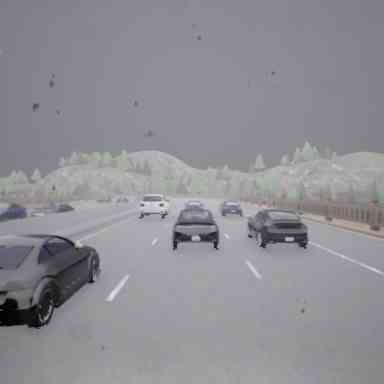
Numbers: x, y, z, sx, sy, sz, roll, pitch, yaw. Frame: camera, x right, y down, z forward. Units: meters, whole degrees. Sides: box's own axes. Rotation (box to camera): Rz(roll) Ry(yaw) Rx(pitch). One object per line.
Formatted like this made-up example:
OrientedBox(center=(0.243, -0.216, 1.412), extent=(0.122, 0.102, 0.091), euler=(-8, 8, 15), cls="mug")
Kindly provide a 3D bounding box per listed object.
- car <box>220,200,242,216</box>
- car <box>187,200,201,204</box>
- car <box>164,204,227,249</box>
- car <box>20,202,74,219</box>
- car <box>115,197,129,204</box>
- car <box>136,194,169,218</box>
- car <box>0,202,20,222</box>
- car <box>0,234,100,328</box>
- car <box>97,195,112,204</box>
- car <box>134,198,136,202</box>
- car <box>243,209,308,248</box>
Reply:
OrientedBox(center=(3.693, 1.541, 32.057), extent=(1.812, 1.442, 4.674), euler=(0, 0, 0), cls="car")
OrientedBox(center=(0.193, 1.539, 31.933), extent=(1.812, 1.442, 4.674), euler=(0, 0, 0), cls="car")
OrientedBox(center=(0.147, 1.498, 14.627), extent=(2.128, 1.511, 4.902), euler=(0, 0, 0), cls="car")
OrientedBox(center=(-10.515, 1.495, 25.188), extent=(2.128, 1.511, 4.902), euler=(0, 0, 0), cls="car")
OrientedBox(center=(-13.783, 1.588, 65.678), extent=(1.994, 1.385, 4.181), euler=(0, 0, 0), cls="car")
OrientedBox(center=(-3.300, 1.232, 29.901), extent=(2.150, 2.045, 5.566), euler=(0, 0, 0), cls="car")
OrientedBox(center=(-14.011, 1.526, 24.827), extent=(1.812, 1.442, 4.674), euler=(0, 0, 0), cls="car")
OrientedBox(center=(-3.374, 1.565, 6.992), extent=(1.994, 1.385, 4.181), euler=(0, 0, 0), cls="car")
OrientedBox(center=(-17.280, 1.382, 65.710), extent=(2.097, 1.767, 4.553), euler=(0, 0, 0), cls="car")
OrientedBox(center=(-10.285, 1.534, 65.669), extent=(1.837, 1.490, 4.892), euler=(0, 0, 1), cls="car")
OrientedBox(center=(3.648, 1.514, 14.842), extent=(1.837, 1.490, 4.892), euler=(0, 0, 0), cls="car")
